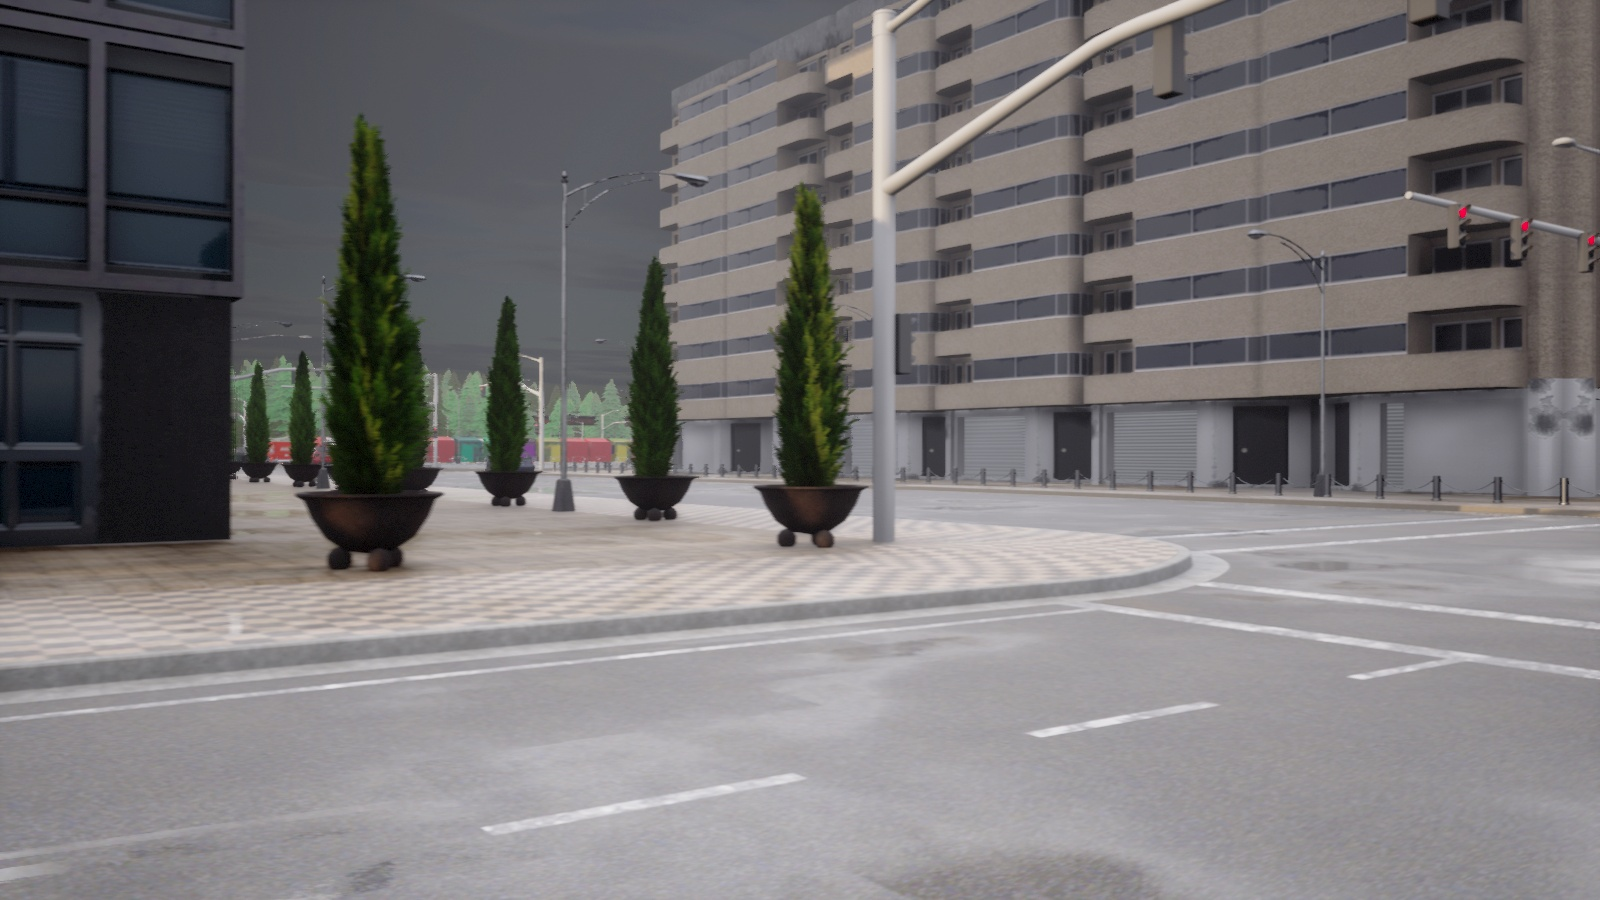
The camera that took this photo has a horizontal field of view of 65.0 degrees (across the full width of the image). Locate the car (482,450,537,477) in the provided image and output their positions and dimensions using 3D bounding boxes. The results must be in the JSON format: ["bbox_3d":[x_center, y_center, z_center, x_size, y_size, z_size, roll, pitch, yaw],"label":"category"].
[{"bbox_3d":[-17.656,0.811,76.160,1.851,1.617,3.988,0,0,-35],"label":"car"}]
